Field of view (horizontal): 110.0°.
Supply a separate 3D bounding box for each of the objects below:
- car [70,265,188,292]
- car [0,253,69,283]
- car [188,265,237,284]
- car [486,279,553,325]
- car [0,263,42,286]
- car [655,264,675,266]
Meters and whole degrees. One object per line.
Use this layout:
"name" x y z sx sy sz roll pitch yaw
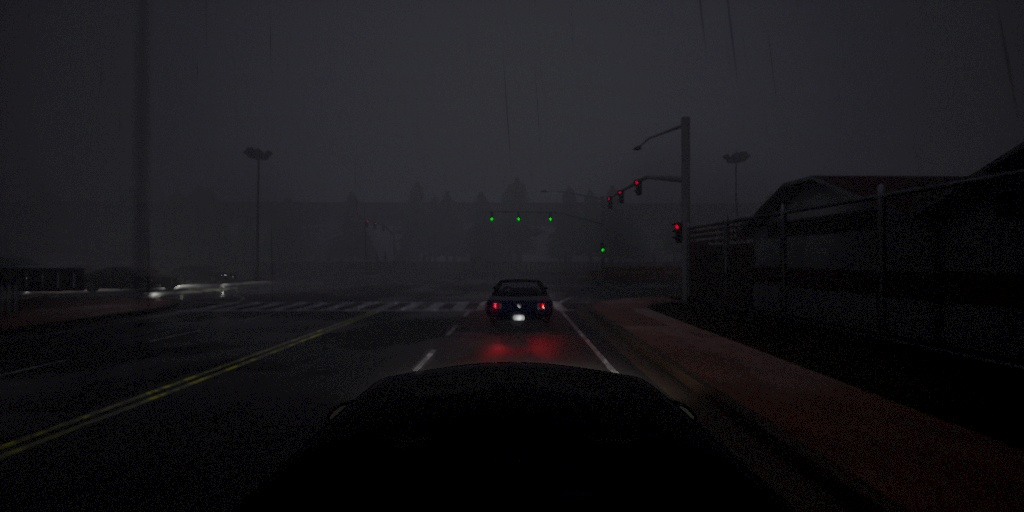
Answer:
"car" -23.842 1.384 22.464 5.008 1.535 1.882 0 0 -1
"car" -36.226 1.031 25.742 5.566 2.045 2.150 2 0 -1
"car" -25.379 1.460 29.438 4.892 1.490 1.837 0 0 -1
"car" 0.277 1.433 12.155 1.895 1.301 4.718 0 0 2
"car" -33.317 1.347 22.293 4.902 1.511 2.128 1 0 -1
"car" 17.112 1.586 40.919 4.674 1.442 1.812 0 0 -2
